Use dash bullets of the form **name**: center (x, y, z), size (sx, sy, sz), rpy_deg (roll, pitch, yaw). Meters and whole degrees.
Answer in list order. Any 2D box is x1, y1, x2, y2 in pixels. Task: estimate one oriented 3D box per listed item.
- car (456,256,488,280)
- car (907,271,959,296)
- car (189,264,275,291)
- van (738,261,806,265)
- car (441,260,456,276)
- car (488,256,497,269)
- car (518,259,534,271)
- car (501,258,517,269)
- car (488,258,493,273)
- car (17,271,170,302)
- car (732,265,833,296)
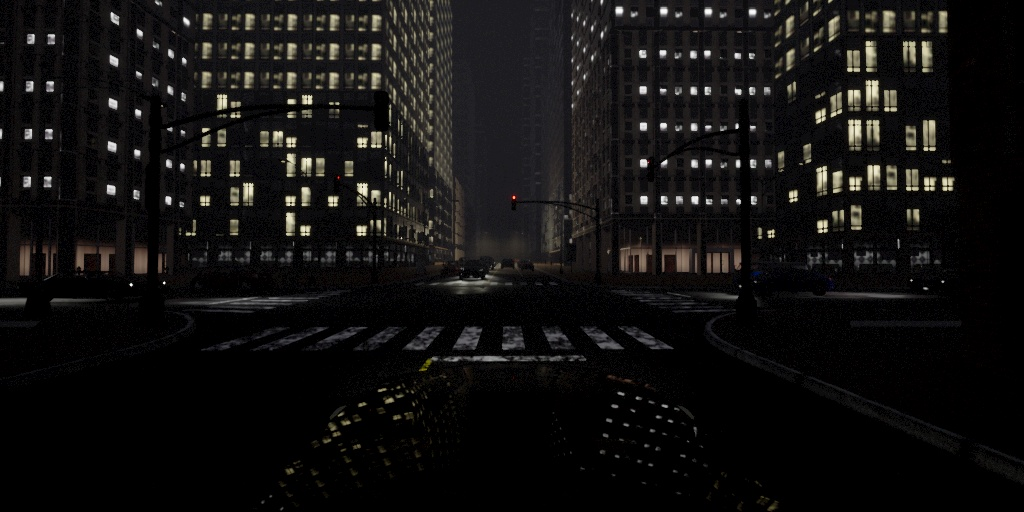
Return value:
- **car**: center (-3.445, 1.113, 31.733), size (2.097, 1.767, 4.553), rpy_deg (0, 0, -2)
- **car**: center (24.494, 1.436, 19.353), size (4.718, 1.301, 1.895), rpy_deg (0, -1, -1)
- **car**: center (-16.757, 1.255, 21.472), size (4.097, 1.591, 1.967), rpy_deg (0, 0, -1)
- **van**: center (15.715, 1.210, 21.834), size (3.998, 1.789, 1.690), rpy_deg (0, 0, -1)
- **car**: center (-6.163, 1.202, 37.052), size (1.967, 1.591, 4.097), rpy_deg (0, 0, -1)
- **car**: center (-3.764, 0.990, 52.407), size (2.150, 2.045, 5.566), rpy_deg (0, 0, -1)
- **car**: center (2.066, 1.349, 48.376), size (1.802, 1.307, 4.207), rpy_deg (0, 0, -1)
- **car**: center (-0.657, 1.122, 58.032), size (2.097, 1.767, 4.553), rpy_deg (0, 0, 1)
- **car**: center (-3.634, 1.256, 41.806), size (2.128, 1.511, 4.902), rpy_deg (0, 0, -1)
- **car**: center (-18.065, 1.300, 15.680), size (4.718, 1.301, 1.895), rpy_deg (0, -1, -1)
- **car**: center (14.523, 1.341, 19.239), size (4.674, 1.442, 1.812), rpy_deg (0, -1, -2)
